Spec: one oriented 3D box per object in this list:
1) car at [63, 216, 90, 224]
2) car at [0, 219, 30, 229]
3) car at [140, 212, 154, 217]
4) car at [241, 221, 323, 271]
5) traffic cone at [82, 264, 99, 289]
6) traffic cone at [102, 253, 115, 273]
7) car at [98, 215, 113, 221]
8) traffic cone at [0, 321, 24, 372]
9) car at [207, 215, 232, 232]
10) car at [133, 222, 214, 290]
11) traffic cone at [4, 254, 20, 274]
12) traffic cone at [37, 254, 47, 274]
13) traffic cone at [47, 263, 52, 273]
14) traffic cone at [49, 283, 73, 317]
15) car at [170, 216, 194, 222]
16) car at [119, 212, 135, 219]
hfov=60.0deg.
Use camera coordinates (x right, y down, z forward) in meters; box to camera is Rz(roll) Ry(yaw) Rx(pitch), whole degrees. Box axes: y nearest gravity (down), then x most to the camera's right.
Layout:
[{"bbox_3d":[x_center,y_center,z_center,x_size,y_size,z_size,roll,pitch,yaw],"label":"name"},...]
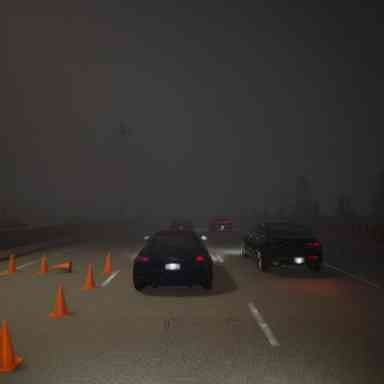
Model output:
[{"bbox_3d":[-11.644,3.211,33.844,1.837,1.490,4.892,0,-4,-1],"label":"car"},{"bbox_3d":[-15.022,2.890,27.266,1.994,1.385,4.181,0,-4,-1],"label":"car"},{"bbox_3d":[-10.109,5.347,74.905,2.097,1.767,4.553,-1,-4,9],"label":"car"},{"bbox_3d":[2.973,1.785,11.799,1.837,1.490,4.892,0,-3,-1],"label":"car"},{"bbox_3d":[-2.576,2.133,8.447,0.340,0.580,0.340,0,-2,-1],"label":"traffic cone"},{"bbox_3d":[-2.615,2.212,10.445,0.340,0.580,0.340,0,-3,-1],"label":"traffic cone"},{"bbox_3d":[-18.041,5.488,69.631,1.994,1.385,4.181,-1,-4,7],"label":"car"},{"bbox_3d":[-2.500,2.023,4.451,0.340,0.580,0.340,0,-1,-1],"label":"traffic cone"},{"bbox_3d":[2.601,2.960,31.365,1.837,1.490,4.892,0,-3,-1],"label":"car"},{"bbox_3d":[-0.487,1.777,9.700,1.994,1.385,4.181,0,-2,-1],"label":"car"},{"bbox_3d":[-5.609,2.230,10.386,0.340,0.580,0.340,0,-3,-1],"label":"traffic cone"},{"bbox_3d":[-4.611,2.224,10.405,0.340,0.580,0.340,0,-3,-1],"label":"traffic cone"},{"bbox_3d":[-4.074,2.337,10.366,0.580,0.340,0.340,0,-3,-5],"label":"traffic cone"},{"bbox_3d":[-2.538,2.070,6.446,0.340,0.580,0.340,0,-1,-1],"label":"traffic cone"},{"bbox_3d":[-0.836,2.751,28.021,1.882,1.535,5.008,0,-3,-1],"label":"car"},{"bbox_3d":[-14.111,5.317,72.540,2.150,2.045,5.566,-1,-4,9],"label":"car"}]
